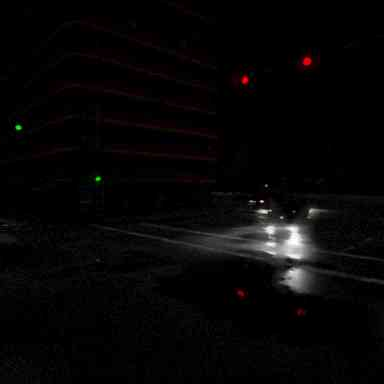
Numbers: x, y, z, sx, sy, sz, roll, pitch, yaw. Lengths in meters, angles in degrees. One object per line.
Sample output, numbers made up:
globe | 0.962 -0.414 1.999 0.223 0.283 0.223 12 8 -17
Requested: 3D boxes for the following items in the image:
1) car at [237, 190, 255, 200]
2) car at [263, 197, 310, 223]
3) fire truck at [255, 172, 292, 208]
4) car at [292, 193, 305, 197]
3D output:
car | 9.470 0.480 56.329 2.097 1.767 4.553 0 1 -22
car | 6.557 1.231 22.354 1.895 1.301 4.718 1 1 29
fire truck | 8.825 -0.242 36.971 2.891 3.827 8.468 2 1 11
car | 11.440 0.908 36.252 1.882 1.535 5.008 0 1 7
